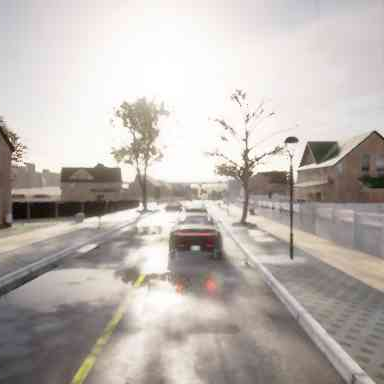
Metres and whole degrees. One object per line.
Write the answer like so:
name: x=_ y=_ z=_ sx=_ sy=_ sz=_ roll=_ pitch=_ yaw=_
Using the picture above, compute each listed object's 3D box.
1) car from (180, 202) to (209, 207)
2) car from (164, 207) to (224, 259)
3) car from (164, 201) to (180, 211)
car: x=0.370 y=1.604 z=27.828 sx=2.128 sy=1.511 sz=4.902 roll=0 pitch=0 yaw=1
car: x=0.149 y=1.534 z=12.729 sx=2.128 sy=1.511 sz=4.902 roll=0 pitch=0 yaw=1
car: x=-2.211 y=1.762 z=40.956 sx=1.994 sy=1.385 sz=4.181 roll=0 pitch=0 yaw=2
